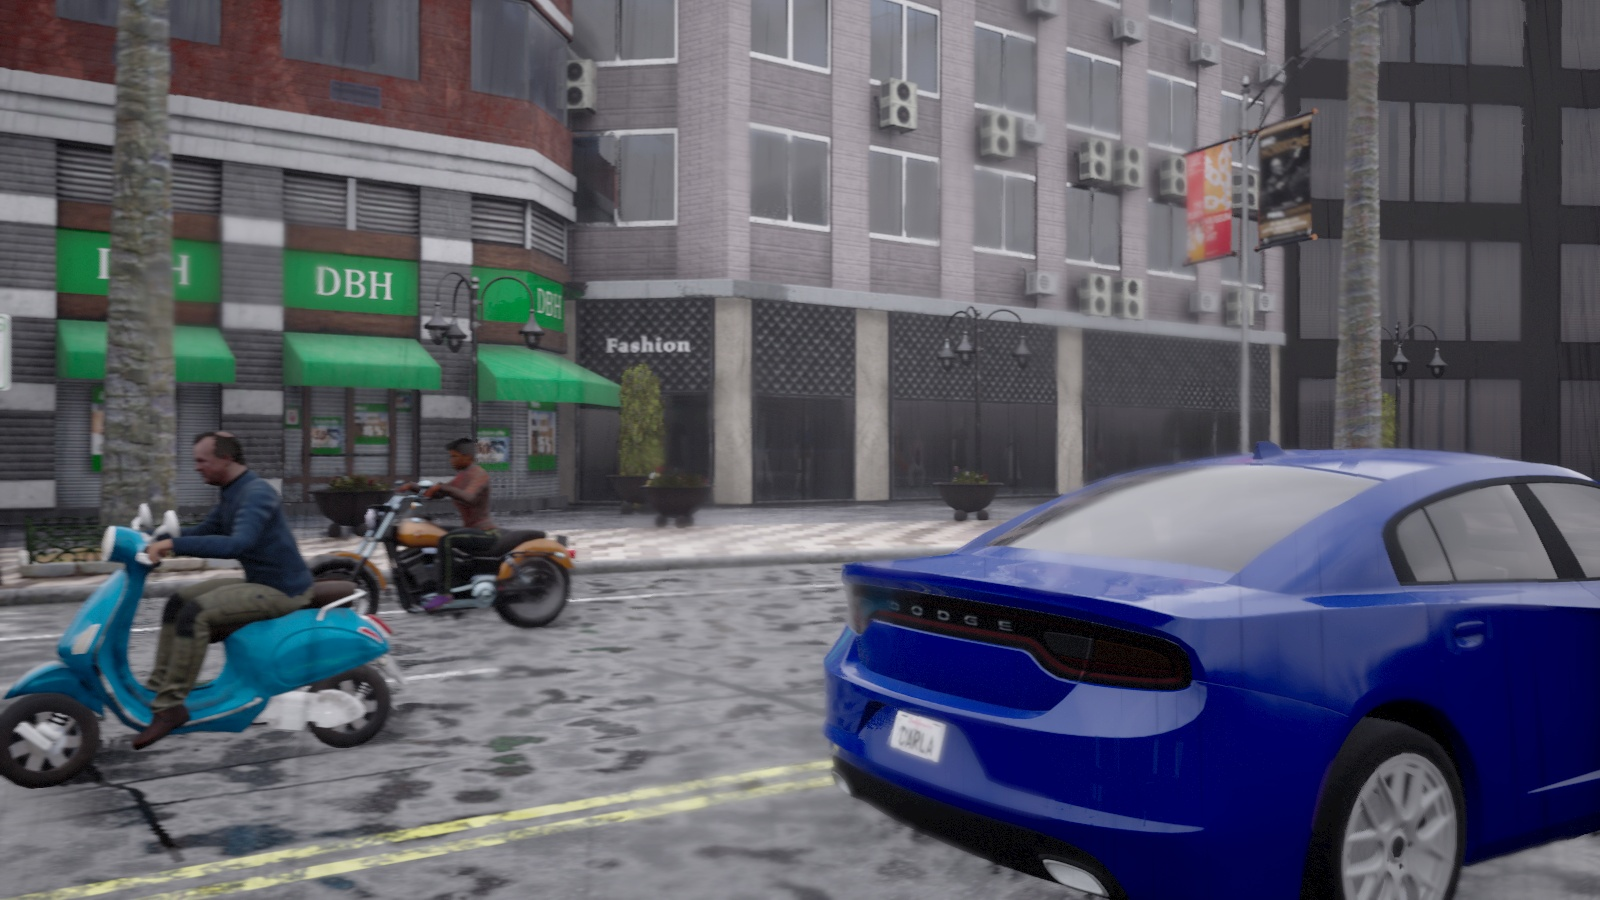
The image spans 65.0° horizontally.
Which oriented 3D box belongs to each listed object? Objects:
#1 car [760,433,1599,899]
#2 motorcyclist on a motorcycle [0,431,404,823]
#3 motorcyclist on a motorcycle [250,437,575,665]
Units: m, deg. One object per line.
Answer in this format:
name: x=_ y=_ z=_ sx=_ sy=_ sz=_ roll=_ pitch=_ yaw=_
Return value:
car: x=2.481 y=0.727 z=5.170 sx=5.008 sy=1.535 sz=1.882 roll=0 pitch=0 yaw=-31
motorcyclist on a motorcycle: x=-2.902 y=0.717 z=5.878 sx=1.817 sy=1.590 sz=0.866 roll=0 pitch=0 yaw=-35
motorcyclist on a motorcycle: x=-3.058 y=0.723 z=10.063 sx=2.350 sy=1.649 sz=0.766 roll=0 pitch=0 yaw=-35
